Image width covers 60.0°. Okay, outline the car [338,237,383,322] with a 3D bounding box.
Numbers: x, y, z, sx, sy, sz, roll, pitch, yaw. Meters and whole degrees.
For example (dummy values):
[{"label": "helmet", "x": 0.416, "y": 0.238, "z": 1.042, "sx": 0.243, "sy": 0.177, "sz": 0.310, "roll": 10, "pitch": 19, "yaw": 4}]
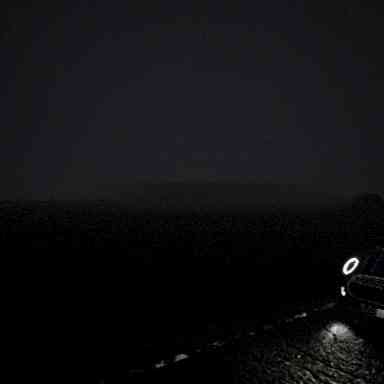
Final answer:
[{"label": "car", "x": 4.899, "y": 1.354, "z": 6.554, "sx": 4.553, "sy": 1.767, "sz": 2.097, "roll": 0, "pitch": 0, "yaw": -35}]
